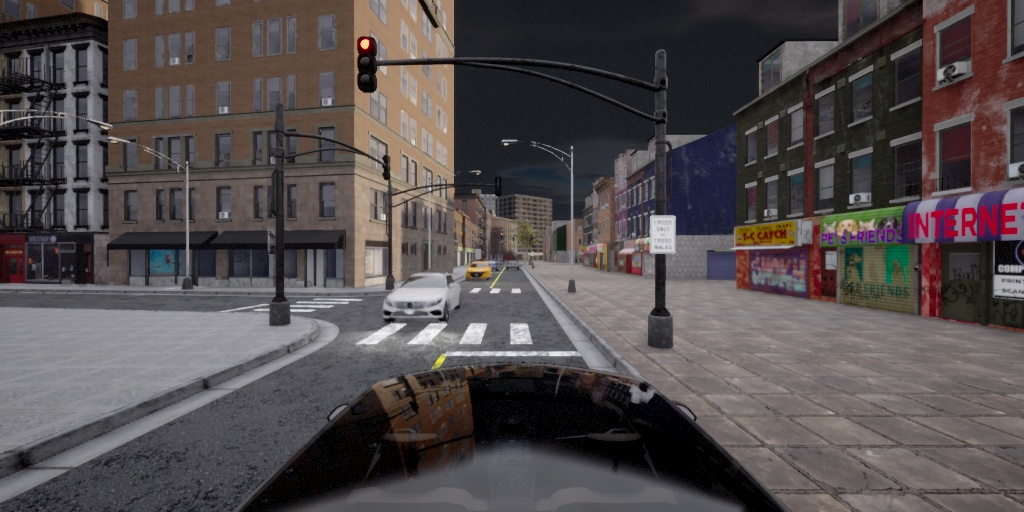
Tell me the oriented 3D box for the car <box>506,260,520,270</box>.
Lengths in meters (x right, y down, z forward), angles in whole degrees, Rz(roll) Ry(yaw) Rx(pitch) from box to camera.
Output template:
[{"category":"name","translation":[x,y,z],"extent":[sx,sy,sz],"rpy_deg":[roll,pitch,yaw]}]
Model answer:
[{"category":"car","translation":[0.120,1.310,52.780],"extent":[2.033,1.411,5.357],"rpy_deg":[0,0,0]}]

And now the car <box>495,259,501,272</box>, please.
[{"category":"car","translation":[-2.742,1.284,46.263],"extent":[1.812,1.442,4.674],"rpy_deg":[0,0,0]}]

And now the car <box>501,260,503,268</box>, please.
[{"category":"car","translation":[-2.606,1.208,62.787],"extent":[2.128,1.511,4.902],"rpy_deg":[0,0,0]}]

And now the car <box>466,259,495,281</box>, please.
[{"category":"car","translation":[-2.783,1.231,30.720],"extent":[1.882,1.535,5.008],"rpy_deg":[0,0,0]}]

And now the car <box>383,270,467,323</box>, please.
[{"category":"car","translation":[-2.832,1.284,12.253],"extent":[1.812,1.442,4.674],"rpy_deg":[0,0,0]}]
